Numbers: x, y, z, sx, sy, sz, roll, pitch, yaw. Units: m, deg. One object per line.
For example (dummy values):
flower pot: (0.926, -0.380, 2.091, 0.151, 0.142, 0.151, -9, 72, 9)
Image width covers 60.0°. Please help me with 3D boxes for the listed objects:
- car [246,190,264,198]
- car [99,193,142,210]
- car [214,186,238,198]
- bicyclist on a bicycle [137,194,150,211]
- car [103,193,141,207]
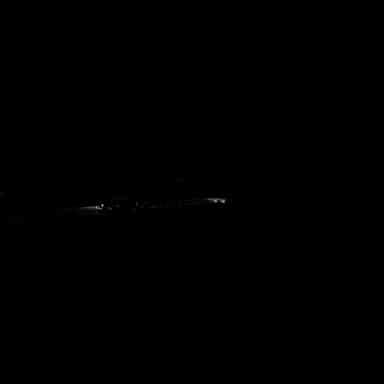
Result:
car: (11.297, 0.333, 59.776, 1.994, 1.385, 4.181, 1, 2, 35)
car: (-7.170, 0.964, 33.793, 1.837, 1.490, 4.892, 1, 2, 35)
car: (6.075, -0.015, 58.633, 2.150, 2.045, 5.566, 1, 2, 36)
bicyclist on a bicycle: (-4.491, 0.995, 30.825, 1.656, 1.620, 0.582, 0, 1, 35)
car: (-8.100, 0.866, 38.858, 1.994, 1.385, 4.181, 1, 2, 35)
